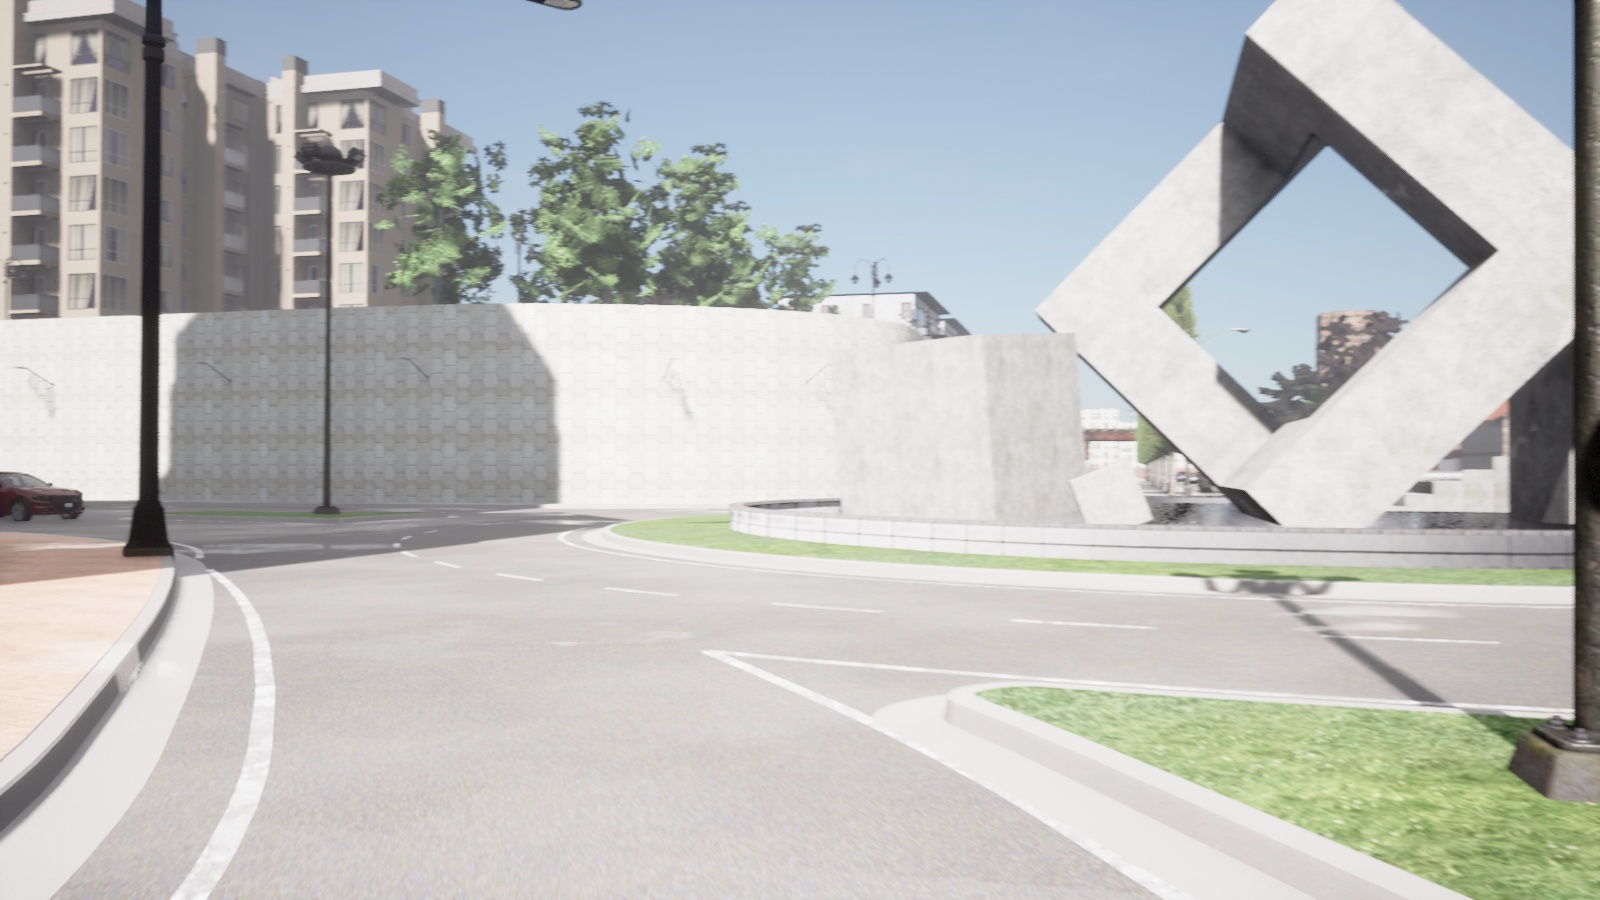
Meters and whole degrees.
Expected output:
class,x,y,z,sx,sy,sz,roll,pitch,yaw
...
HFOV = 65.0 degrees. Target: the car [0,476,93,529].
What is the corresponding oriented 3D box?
class,x,y,z,sx,sy,sz,roll,pitch,yaw
car,-24.436,1.593,38.550,5.008,1.535,1.882,-1,-1,18
